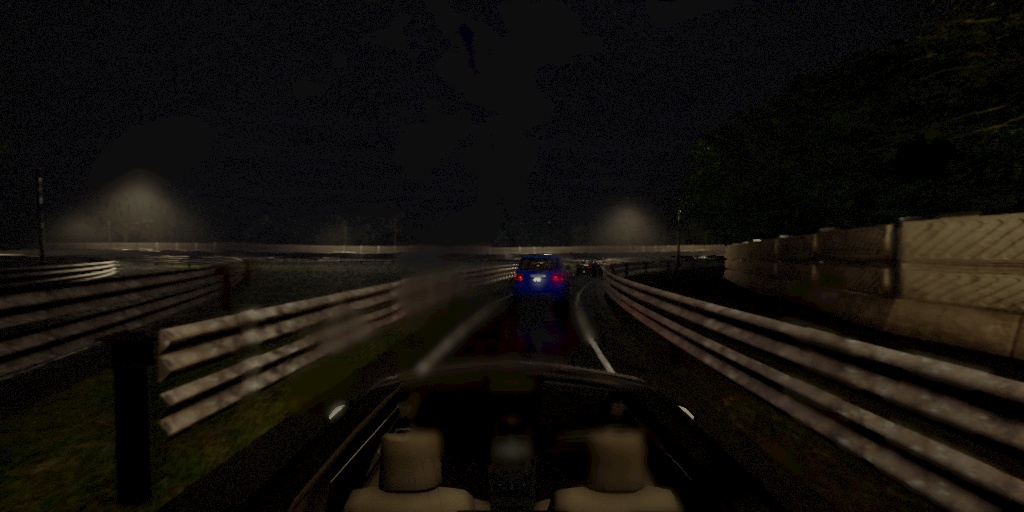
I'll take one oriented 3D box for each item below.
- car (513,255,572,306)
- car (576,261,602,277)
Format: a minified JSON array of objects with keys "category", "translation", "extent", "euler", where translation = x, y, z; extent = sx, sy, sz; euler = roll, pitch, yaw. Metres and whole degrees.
[{"category":"car","translation":[1.471,0.991,16.225],"extent":[2.150,2.045,5.566],"euler":[1,0,10]},{"category":"car","translation":[7.739,1.260,35.698],"extent":[2.128,1.511,4.902],"euler":[2,1,24]}]
